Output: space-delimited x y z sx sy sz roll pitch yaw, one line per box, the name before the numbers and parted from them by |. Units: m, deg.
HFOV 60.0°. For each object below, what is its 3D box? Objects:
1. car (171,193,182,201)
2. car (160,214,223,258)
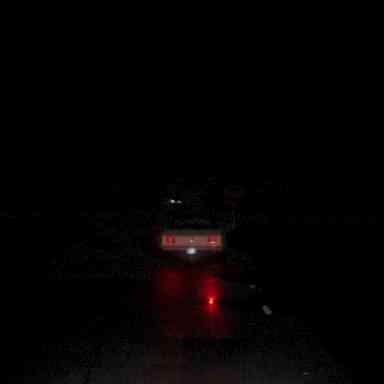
car | -2.851 0.850 61.171 2.033 1.411 5.357 0 0 1
car | 0.056 1.429 12.047 1.895 1.301 4.718 0 1 2
